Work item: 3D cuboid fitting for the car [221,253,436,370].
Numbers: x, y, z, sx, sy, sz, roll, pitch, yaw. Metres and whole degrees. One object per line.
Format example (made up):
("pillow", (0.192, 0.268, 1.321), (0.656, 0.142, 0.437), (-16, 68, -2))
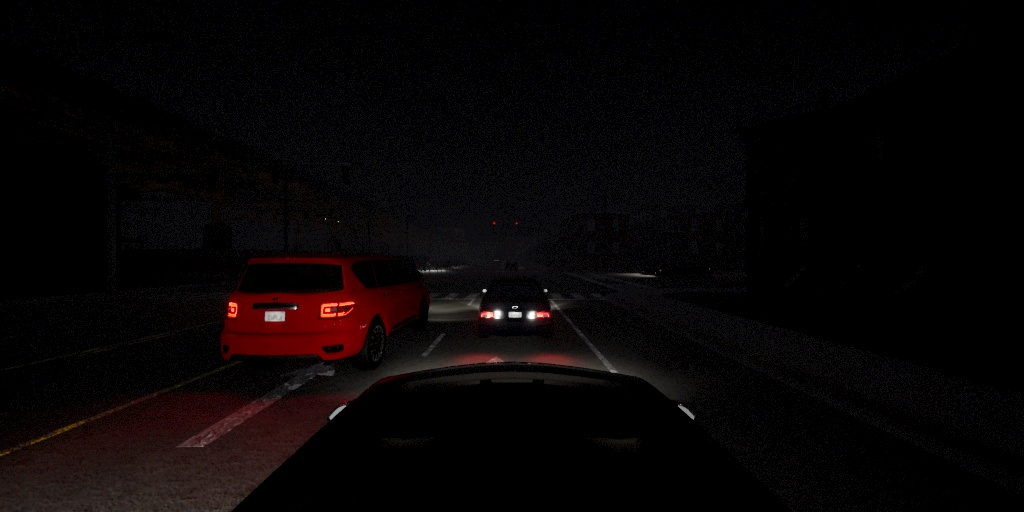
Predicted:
("car", (-3.424, 0.971, 7.893), (2.150, 2.045, 5.566), (0, 0, 0))

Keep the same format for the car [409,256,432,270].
("car", (-14.059, 0.971, 55.623), (2.150, 2.045, 5.566), (0, 0, 0))

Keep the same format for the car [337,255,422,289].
("car", (-8.863, 0.971, 24.626), (2.150, 2.045, 5.566), (-1, 0, 25))

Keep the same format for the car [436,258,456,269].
("car", (-10.563, 1.241, 55.415), (2.128, 1.511, 4.902), (0, 0, 0))

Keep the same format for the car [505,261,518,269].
("car", (-0.009, 1.351, 55.005), (1.895, 1.301, 4.718), (0, 0, 2))

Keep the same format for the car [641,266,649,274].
("car", (17.113, 1.297, 39.387), (5.357, 1.411, 2.033), (0, 0, 2))

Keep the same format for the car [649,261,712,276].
("car", (17.006, 1.297, 35.903), (5.357, 1.411, 2.033), (0, 0, 0))

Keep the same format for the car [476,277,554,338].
("car", (0.085, 1.297, 10.146), (2.033, 1.411, 5.357), (0, 0, 0))
